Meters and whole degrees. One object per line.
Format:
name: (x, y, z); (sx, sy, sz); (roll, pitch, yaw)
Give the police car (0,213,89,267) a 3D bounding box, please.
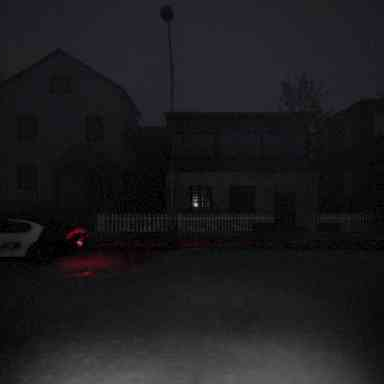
police car: (-6.046, 1.509, 10.832); (4.974, 1.542, 2.038); (0, 0, 0)
